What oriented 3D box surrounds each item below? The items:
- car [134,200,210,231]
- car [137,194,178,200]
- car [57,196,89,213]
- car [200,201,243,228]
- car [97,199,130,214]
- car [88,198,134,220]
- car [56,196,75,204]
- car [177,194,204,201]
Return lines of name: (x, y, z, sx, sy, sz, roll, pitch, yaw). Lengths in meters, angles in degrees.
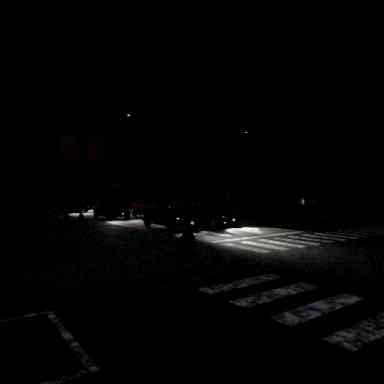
car: (-1.414, 1.479, 20.697, 2.128, 1.511, 4.902, 0, 0, -36)
car: (-3.543, 1.327, 29.239, 2.097, 1.767, 4.553, 0, 0, -36)
car: (-13.119, 1.505, 37.004, 2.033, 1.411, 5.357, 0, 0, -36)
car: (1.440, 1.551, 22.293, 1.994, 1.385, 4.181, 0, 0, -36)
car: (-8.670, 1.487, 36.397, 1.812, 1.442, 4.674, 0, 0, -36)
car: (-6.902, 1.478, 28.345, 1.837, 1.490, 4.892, 0, 0, -36)
car: (-24.532, 1.457, 64.399, 2.033, 1.411, 5.357, 0, 0, -36)
car: (-0.932, 1.196, 31.516, 2.150, 2.045, 5.566, 0, 0, -36)
